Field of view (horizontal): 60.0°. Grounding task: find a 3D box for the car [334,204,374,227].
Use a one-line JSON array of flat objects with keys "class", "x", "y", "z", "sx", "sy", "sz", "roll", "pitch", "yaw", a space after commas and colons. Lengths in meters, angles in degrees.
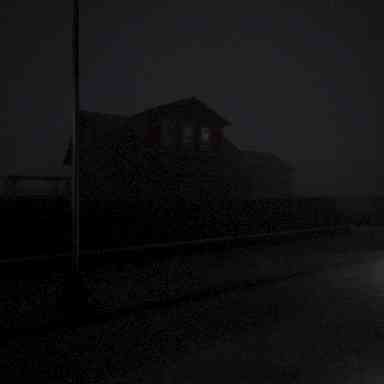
[{"class": "car", "x": 8.815, "y": 1.444, "z": 21.689, "sx": 2.033, "sy": 1.415, "sz": 5.357, "roll": 0, "pitch": 0, "yaw": -33}]
